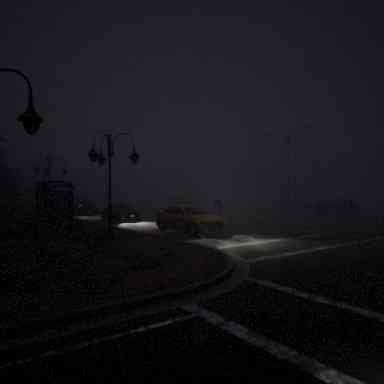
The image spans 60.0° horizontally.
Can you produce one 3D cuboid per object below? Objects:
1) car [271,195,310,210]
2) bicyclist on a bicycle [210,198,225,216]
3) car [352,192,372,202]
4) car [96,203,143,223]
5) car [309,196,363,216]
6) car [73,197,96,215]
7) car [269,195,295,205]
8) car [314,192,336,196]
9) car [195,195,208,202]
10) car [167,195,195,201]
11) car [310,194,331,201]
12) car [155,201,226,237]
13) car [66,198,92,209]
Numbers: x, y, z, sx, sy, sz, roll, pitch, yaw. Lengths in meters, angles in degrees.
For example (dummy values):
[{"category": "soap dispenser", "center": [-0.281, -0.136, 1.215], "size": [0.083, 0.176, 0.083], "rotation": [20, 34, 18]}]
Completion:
[{"category": "car", "center": [11.160, 1.358, 37.981], "size": [1.970, 1.475, 3.806], "rotation": [0, 0, -36]}, {"category": "bicyclist on a bicycle", "center": [2.182, 1.292, 28.009], "size": [1.656, 1.620, 0.582], "rotation": [0, 0, -36]}, {"category": "car", "center": [33.266, 1.025, 66.307], "size": [1.932, 1.855, 4.605], "rotation": [0, 0, -36]}, {"category": "car", "center": [-5.527, 1.565, 25.898], "size": [1.994, 1.385, 4.181], "rotation": [0, 0, -36]}, {"category": "car", "center": [13.039, 1.351, 30.209], "size": [1.845, 1.501, 3.633], "rotation": [0, 0, -36]}, {"category": "car", "center": [-10.947, 1.354, 33.361], "size": [2.097, 1.767, 4.553], "rotation": [0, 0, -36]}, {"category": "car", "center": [14.547, 1.277, 53.893], "size": [1.845, 1.501, 3.633], "rotation": [0, 0, -36]}, {"category": "car", "center": [22.709, 1.242, 59.658], "size": [2.007, 1.523, 4.514], "rotation": [0, 0, -36]}, {"category": "car", "center": [0.447, 1.304, 53.267], "size": [2.152, 1.636, 5.027], "rotation": [0, 0, -36]}, {"category": "car", "center": [-2.078, 1.317, 51.404], "size": [2.007, 1.523, 4.514], "rotation": [0, 0, -36]}, {"category": "car", "center": [28.315, 1.289, 73.191], "size": [1.970, 1.475, 3.806], "rotation": [0, 0, -36]}, {"category": "car", "center": [-0.200, 1.479, 18.565], "size": [1.882, 1.535, 5.008], "rotation": [0, 0, -36]}, {"category": "car", "center": [-15.416, 1.523, 45.388], "size": [1.812, 1.442, 4.674], "rotation": [0, 0, -40]}]
